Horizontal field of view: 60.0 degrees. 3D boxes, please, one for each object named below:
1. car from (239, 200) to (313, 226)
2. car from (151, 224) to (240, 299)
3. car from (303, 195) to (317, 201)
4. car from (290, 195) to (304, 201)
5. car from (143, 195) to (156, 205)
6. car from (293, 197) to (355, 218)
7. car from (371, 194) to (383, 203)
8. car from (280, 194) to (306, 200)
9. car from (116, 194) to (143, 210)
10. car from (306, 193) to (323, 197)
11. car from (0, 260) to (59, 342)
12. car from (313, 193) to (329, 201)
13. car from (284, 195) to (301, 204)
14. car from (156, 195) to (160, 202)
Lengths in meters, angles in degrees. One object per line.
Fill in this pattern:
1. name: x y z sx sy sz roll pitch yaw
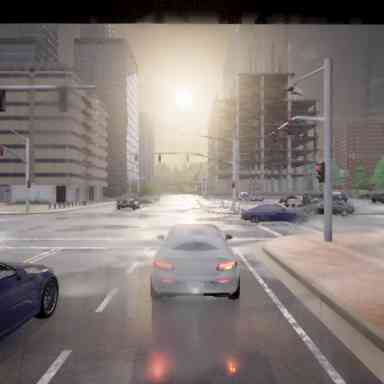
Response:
1. car: 5.651 1.526 23.162 4.674 1.442 1.812 0 0 7
2. car: 0.072 1.526 8.303 1.812 1.442 4.674 0 0 0
3. car: 27.184 1.364 76.926 1.784 1.438 3.905 0 0 0
4. car: 24.289 1.395 76.914 1.970 1.475 3.806 0 0 0
5. car: -8.177 1.351 59.860 2.097 1.767 4.553 0 0 0
6. car: 12.102 1.491 30.112 4.902 1.511 2.128 0 0 0
7. car: 35.487 1.153 61.954 1.932 1.855 4.605 0 0 0
8. car: 13.071 1.153 44.347 1.932 1.855 4.605 0 0 0
9. car: -8.061 1.221 42.293 2.150 2.045 5.566 0 0 0
10. car: 15.966 1.156 44.306 1.905 1.878 3.866 0 0 0
11. car: -3.441 1.526 4.429 1.812 1.442 4.674 0 0 0
12. car: 29.867 1.153 76.989 1.932 1.855 4.605 0 0 0
13. car: 18.591 1.395 61.785 1.970 1.475 3.806 0 0 0
14. car: -8.223 1.471 74.286 1.882 1.535 5.008 0 0 0
